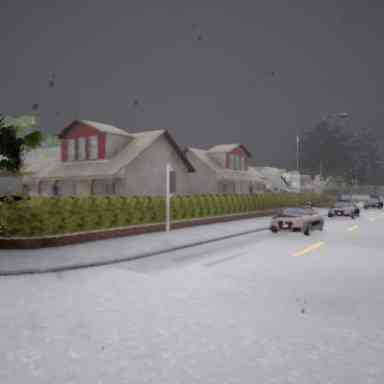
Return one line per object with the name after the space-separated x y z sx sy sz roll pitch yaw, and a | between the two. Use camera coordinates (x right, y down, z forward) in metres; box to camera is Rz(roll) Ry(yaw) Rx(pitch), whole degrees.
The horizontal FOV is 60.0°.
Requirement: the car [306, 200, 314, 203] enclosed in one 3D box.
13.425 1.296 44.178 5.357 1.415 2.033 0 0 38 | car

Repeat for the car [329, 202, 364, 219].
13.069 1.540 28.546 1.994 1.385 4.181 0 0 36 | car

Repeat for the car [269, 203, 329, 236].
5.861 1.540 18.451 1.994 1.385 4.181 0 0 36 | car

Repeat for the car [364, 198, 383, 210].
23.603 1.524 43.149 2.033 1.411 5.357 0 0 36 | car
